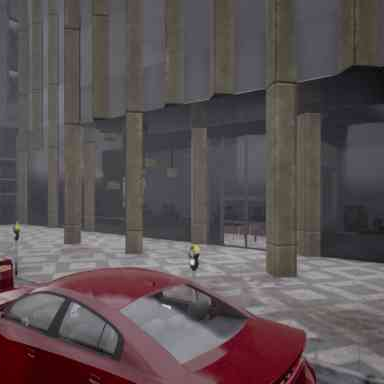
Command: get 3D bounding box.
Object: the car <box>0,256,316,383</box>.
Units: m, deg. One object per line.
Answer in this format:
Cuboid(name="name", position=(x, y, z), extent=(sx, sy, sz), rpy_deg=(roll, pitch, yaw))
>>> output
Cuboid(name="car", position=(-1.023, 1.545, 3.694), extent=(4.507, 1.381, 1.887), rpy_deg=(0, 0, 36))
